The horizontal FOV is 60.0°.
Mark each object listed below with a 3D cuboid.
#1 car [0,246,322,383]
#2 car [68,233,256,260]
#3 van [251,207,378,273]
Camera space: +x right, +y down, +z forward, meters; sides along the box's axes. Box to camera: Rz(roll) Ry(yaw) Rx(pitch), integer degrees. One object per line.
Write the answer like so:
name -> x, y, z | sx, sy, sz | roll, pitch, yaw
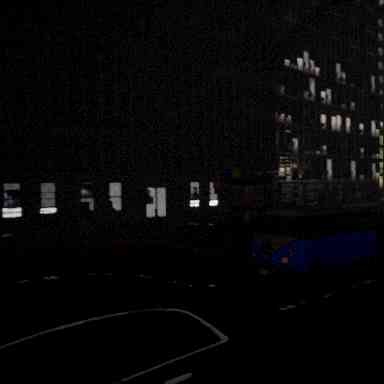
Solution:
car -> -1.343, 1.504, 2.420 | 4.892, 1.490, 1.837 | 0, 0, -36
car -> -1.234, 1.538, 5.694 | 4.507, 1.381, 1.887 | 0, -1, -35
van -> 3.343, 1.317, 8.962 | 3.998, 1.788, 1.690 | 0, -1, -35
